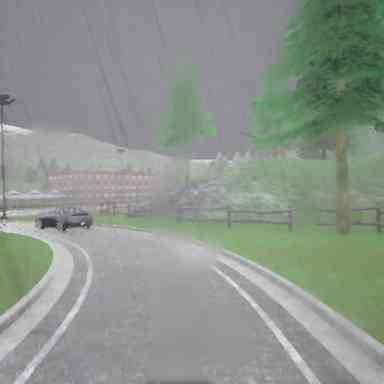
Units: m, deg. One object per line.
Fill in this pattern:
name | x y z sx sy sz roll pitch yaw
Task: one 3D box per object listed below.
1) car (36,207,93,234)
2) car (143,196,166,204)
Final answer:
car | -8.211 1.710 21.181 4.902 1.511 2.128 -1 0 42
car | -8.796 1.760 74.049 1.837 1.490 4.892 -1 0 40
